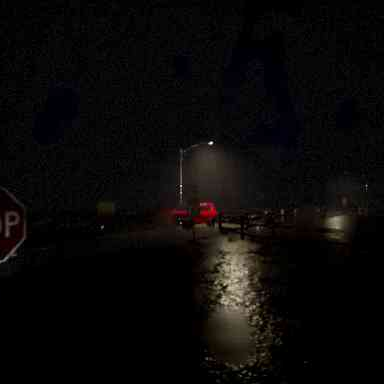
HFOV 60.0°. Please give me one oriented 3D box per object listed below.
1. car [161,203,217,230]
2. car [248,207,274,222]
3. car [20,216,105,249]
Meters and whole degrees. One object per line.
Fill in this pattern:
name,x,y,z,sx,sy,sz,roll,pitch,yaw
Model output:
car,-0.101,1.938,27.124,2.150,2.045,5.566,-2,-2,35
car,7.804,2.552,38.192,1.837,1.490,4.892,-2,-3,36
car,-7.010,1.980,17.211,2.033,1.411,5.357,-1,-2,33
